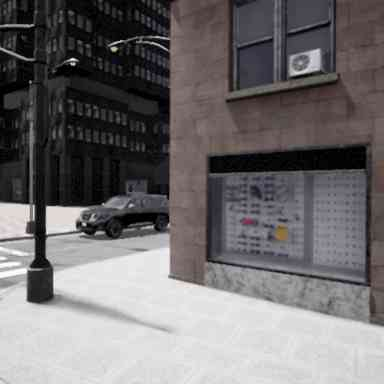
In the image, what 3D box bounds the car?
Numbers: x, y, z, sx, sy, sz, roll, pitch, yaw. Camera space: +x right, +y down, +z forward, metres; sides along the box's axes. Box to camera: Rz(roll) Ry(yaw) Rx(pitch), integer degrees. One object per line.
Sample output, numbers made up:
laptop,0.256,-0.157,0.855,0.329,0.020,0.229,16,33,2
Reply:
car,-3.406,1.178,17.848,2.150,2.045,5.566,0,0,37
